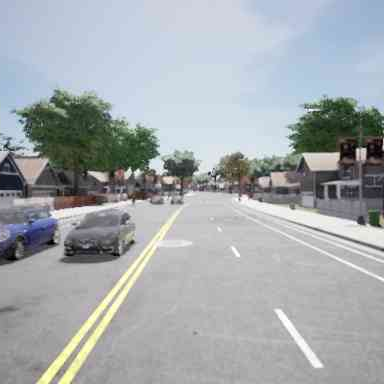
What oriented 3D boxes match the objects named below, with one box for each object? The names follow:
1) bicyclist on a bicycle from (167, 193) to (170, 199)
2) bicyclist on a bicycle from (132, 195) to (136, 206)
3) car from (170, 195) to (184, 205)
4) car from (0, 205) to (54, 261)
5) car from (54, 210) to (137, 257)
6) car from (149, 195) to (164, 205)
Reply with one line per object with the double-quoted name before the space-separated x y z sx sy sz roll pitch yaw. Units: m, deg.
"bicyclist on a bicycle" -5.805 1.041 81.761 0.659 1.776 1.843 0 0 7
"bicyclist on a bicycle" -8.308 1.235 47.475 0.659 1.776 1.843 0 0 3
"car" -2.488 1.316 55.780 2.128 1.511 4.902 0 0 4
"car" -6.598 1.334 12.118 2.097 1.767 4.553 0 0 0
"car" -3.348 1.486 12.911 1.837 1.490 4.892 0 0 0
"car" -5.786 1.319 54.979 2.128 1.511 4.902 0 0 4
